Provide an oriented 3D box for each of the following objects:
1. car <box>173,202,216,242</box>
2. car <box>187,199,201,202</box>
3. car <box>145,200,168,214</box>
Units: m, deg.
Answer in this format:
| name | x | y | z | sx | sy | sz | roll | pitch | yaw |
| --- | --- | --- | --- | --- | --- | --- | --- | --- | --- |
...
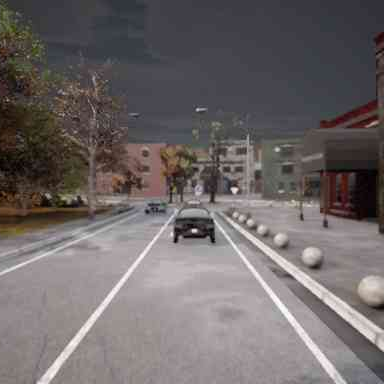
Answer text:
| name | x | y | z | sx | sy | sz | roll | pitch | yaw |
| --- | --- | --- | --- | --- | --- | --- | --- | --- | --- |
| car | 0.101 | 1.466 | 16.413 | 1.882 | 1.535 | 5.008 | 0 | 0 | 0 |
| car | 0.208 | 1.426 | 32.181 | 1.812 | 1.442 | 4.674 | 0 | 0 | 2 |
| car | -3.500 | 1.463 | 33.115 | 1.994 | 1.385 | 4.181 | 0 | 1 | 0 |
